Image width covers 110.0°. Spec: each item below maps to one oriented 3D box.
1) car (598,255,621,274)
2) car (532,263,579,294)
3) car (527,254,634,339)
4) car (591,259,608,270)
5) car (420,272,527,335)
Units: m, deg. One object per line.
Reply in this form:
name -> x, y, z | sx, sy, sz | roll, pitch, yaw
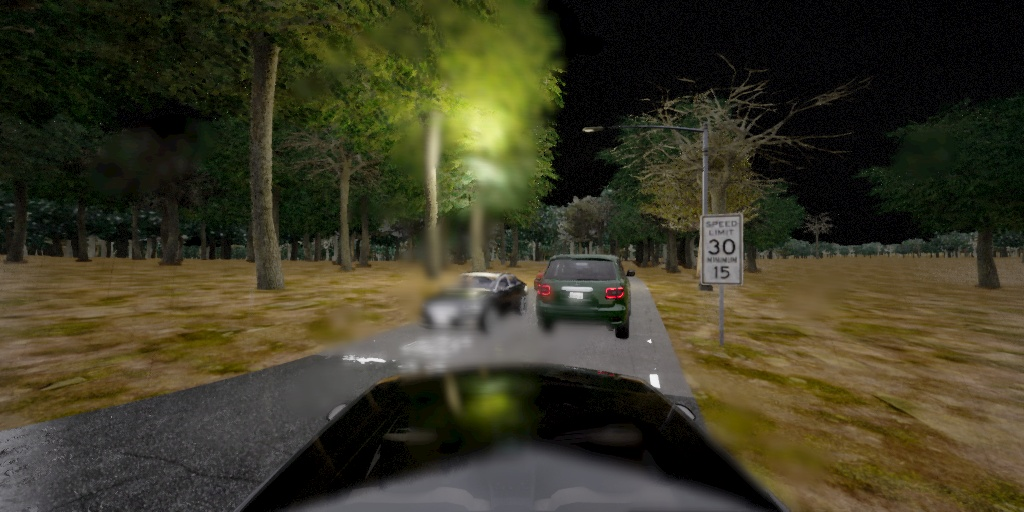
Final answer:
car -> 11.404, 0.945, 42.291 | 2.150, 2.045, 5.566 | 0, 0, 11
car -> 2.768, 1.245, 21.601 | 1.882, 1.535, 5.008 | 0, 0, 18
car -> 2.312, 0.976, 10.464 | 2.150, 2.045, 5.566 | 0, 0, 19
car -> 12.819, 1.185, 52.697 | 1.812, 1.442, 4.674 | -1, 1, 6
car -> -0.870, 1.254, 10.812 | 2.128, 1.511, 4.902 | 0, 0, 19
